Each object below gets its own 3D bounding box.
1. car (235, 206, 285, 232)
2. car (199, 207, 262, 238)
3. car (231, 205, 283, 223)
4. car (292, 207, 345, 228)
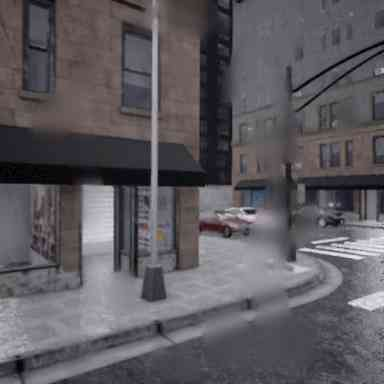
[{"bbox_3d":[3.325,1.672,20.736,1.812,1.442,4.674,0,-1,-34],"label":"car"},{"bbox_3d":[1.610,1.708,18.707,1.802,1.307,4.206,0,0,-35],"label":"car"},{"bbox_3d":[5.405,1.807,28.148,1.802,1.307,4.206,0,0,-35],"label":"car"},{"bbox_3d":[8.577,1.720,23.620,2.008,1.369,4.403,0,0,-35],"label":"car"}]
